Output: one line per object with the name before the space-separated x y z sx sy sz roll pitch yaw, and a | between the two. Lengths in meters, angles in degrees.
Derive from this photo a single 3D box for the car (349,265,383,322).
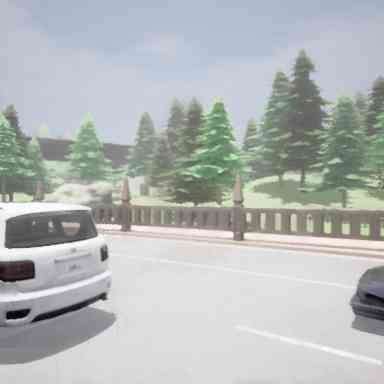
car | 5.169 1.507 4.509 5.357 1.411 2.033 0 0 36

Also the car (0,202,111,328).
car | -4.066 1.221 6.431 5.566 2.045 2.150 0 0 32
